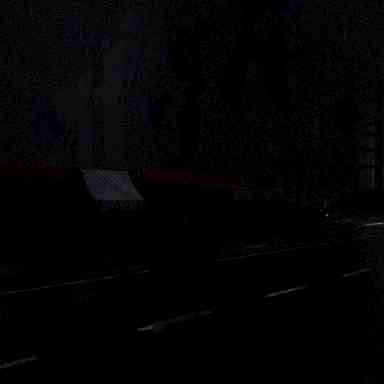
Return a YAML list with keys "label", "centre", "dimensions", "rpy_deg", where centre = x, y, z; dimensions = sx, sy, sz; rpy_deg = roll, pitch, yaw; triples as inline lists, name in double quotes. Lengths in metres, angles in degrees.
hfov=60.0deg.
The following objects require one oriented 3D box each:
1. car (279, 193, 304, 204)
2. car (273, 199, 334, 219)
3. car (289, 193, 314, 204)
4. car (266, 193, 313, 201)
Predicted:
- label: "car"
  centre: [17.219, 1.114, 57.726]
  dimensions: [1.905, 1.878, 3.866]
  rpy_deg: [0, 0, -35]
- label: "car"
  centre: [9.410, 1.545, 28.087]
  dimensions: [1.895, 1.301, 4.718]
  rpy_deg: [0, 0, -36]
- label: "car"
  centre: [19.614, 1.114, 59.433]
  dimensions: [1.905, 1.878, 3.866]
  rpy_deg: [0, 0, -35]
- label: "car"
  centre: [9.450, 1.297, 34.011]
  dimensions: [2.097, 1.767, 4.553]
  rpy_deg: [0, 0, -36]
